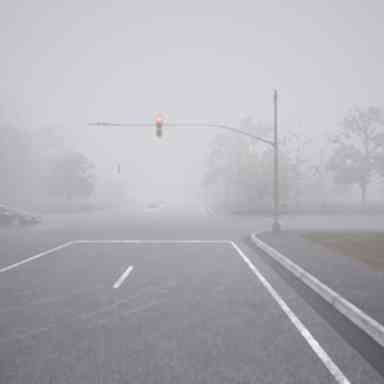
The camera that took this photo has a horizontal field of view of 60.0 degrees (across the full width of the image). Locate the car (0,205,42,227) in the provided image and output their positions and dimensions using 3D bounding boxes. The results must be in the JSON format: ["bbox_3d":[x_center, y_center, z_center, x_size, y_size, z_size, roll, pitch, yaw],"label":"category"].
[{"bbox_3d":[-13.044,1.703,23.260,4.892,1.490,1.837,0,-1,7],"label":"car"}]

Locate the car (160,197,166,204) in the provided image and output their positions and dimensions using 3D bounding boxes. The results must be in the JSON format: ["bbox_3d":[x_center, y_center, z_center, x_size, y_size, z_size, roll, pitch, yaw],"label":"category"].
[{"bbox_3d":[-6.978,2.009,75.508,2.128,1.511,4.902,0,1,0],"label":"car"}]

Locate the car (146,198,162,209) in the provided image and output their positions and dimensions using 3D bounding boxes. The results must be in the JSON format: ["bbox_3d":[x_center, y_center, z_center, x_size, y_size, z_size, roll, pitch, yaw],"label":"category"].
[{"bbox_3d":[-7.024,2.331,60.029,1.994,1.385,4.181,0,1,1],"label":"car"}]
